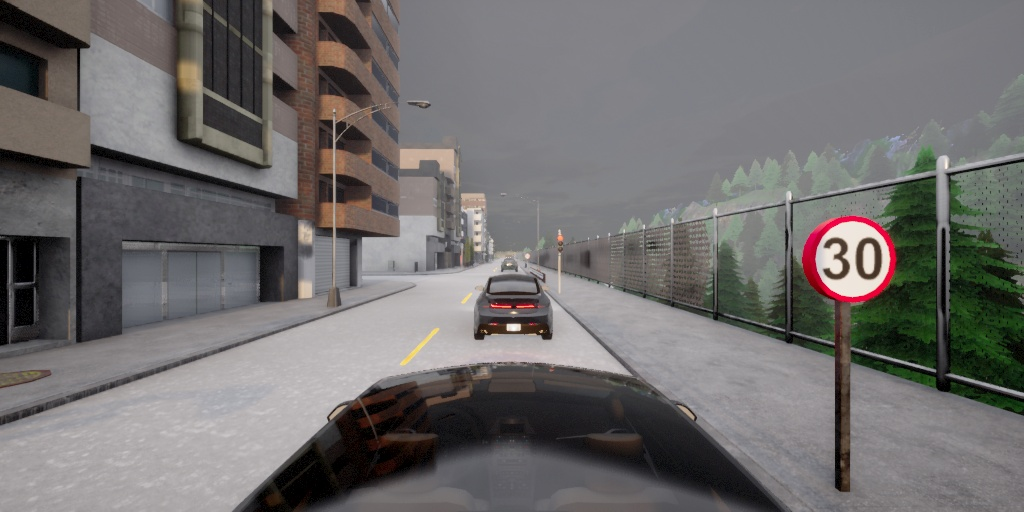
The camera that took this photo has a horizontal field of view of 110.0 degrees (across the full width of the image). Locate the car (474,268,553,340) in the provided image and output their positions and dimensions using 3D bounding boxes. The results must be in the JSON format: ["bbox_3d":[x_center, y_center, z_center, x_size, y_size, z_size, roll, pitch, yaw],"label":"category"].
[{"bbox_3d":[0.015,1.255,9.957,1.837,1.490,4.892,0,0,0],"label":"car"}]

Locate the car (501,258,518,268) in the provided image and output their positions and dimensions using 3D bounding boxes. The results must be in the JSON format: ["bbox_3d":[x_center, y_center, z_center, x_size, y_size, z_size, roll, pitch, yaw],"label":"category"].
[{"bbox_3d":[-0.337,1.102,46.122,2.097,1.767,4.553,0,0,-1],"label":"car"}]
